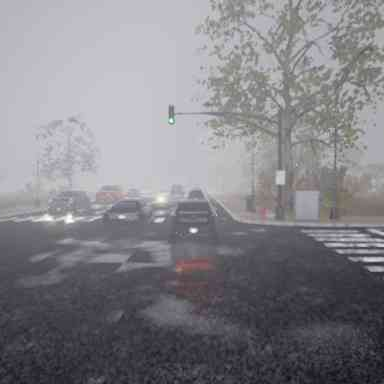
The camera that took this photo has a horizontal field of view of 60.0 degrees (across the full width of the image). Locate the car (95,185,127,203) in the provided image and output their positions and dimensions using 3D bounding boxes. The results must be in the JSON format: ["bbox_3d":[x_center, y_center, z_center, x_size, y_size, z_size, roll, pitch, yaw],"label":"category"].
[{"bbox_3d":[-9.455,0.195,38.488,2.150,2.045,5.566,0,1,1],"label":"car"}]

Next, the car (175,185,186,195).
[{"bbox_3d":[-2.298,-0.438,67.202,2.097,1.767,4.553,0,2,1],"label":"car"}]

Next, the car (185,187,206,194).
[{"bbox_3d":[0.477,0.477,38.438,1.837,1.490,4.892,0,1,1],"label":"car"}]

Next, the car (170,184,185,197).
[{"bbox_3d":[-2.506,-0.289,56.845,2.150,2.045,5.566,0,2,1],"label":"car"}]

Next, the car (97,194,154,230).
[{"bbox_3d":[-3.152,1.043,17.071,1.994,1.385,4.181,0,2,1],"label":"car"}]

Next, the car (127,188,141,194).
[{"bbox_3d":[-9.144,0.136,52.324,1.812,1.442,4.674,0,2,2],"label":"car"}]

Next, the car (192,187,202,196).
[{"bbox_3d":[0.912,-0.137,62.560,1.812,1.442,4.674,0,2,2],"label":"car"}]

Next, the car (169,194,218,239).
[{"bbox_3d":[0.072,1.067,14.443,1.837,1.490,4.892,0,2,0],"label":"car"}]

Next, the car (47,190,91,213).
[{"bbox_3d":[-9.703,0.633,26.573,2.097,1.767,4.553,0,1,1],"label":"car"}]
